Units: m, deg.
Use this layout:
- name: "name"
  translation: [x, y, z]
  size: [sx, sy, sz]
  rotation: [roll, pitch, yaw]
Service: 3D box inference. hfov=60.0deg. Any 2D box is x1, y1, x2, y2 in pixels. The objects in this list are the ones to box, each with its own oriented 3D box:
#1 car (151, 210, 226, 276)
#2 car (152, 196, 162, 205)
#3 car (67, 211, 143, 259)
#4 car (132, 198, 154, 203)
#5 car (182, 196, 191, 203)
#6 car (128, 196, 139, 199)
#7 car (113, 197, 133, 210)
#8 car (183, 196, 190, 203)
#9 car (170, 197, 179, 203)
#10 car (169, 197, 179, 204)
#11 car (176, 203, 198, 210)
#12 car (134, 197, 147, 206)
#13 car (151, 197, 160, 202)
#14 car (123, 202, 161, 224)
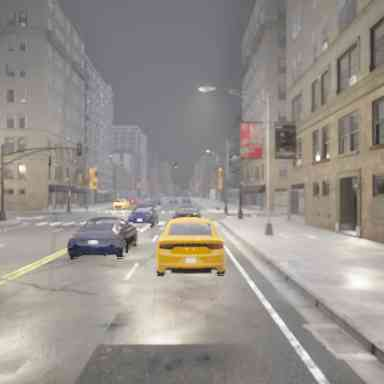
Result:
- name: "car"
  translation: [-0.057, 1.570, 10.742]
  size: [1.882, 1.535, 5.008]
  rotation: [0, 0, -1]
- name: "car"
  translation: [-7.665, 1.840, 70.452]
  size: [2.150, 2.045, 5.566]
  rotation: [0, 0, -1]
- name: "car"
  translation: [-3.357, 1.679, 13.200]
  size: [1.994, 1.385, 4.181]
  rotation: [0, 0, -1]
- name: "car"
  translation: [-7.418, 2.043, 50.331]
  size: [1.895, 1.301, 4.718]
  rotation: [0, -1, -1]
- name: "car"
  translation: [-1.321, 2.043, 79.841]
  size: [2.097, 1.767, 4.553]
  rotation: [0, 0, -1]
- name: "car"
  translation: [-10.804, 1.752, 60.321]
  size: [2.150, 2.045, 5.566]
  rotation: [0, -1, -1]
- name: "car"
  translation: [-10.671, 1.922, 50.384]
  size: [1.882, 1.535, 5.008]
  rotation: [0, 0, -1]
- name: "car"
  translation: [-1.490, 1.998, 89.843]
  size: [2.097, 1.767, 4.553]
  rotation: [0, 0, -1]
- name: "car"
  translation: [-4.760, 2.141, 91.034]
  size: [2.097, 1.767, 4.553]
  rotation: [0, 0, -1]
- name: "car"
  translation: [-4.599, 2.258, 81.433]
  size: [1.994, 1.385, 4.181]
  rotation: [0, 0, -1]
- name: "car"
  translation: [-0.270, 1.698, 22.173]
  size: [1.837, 1.490, 4.892]
  rotation: [0, 0, 0]
- name: "car"
  translation: [-10.913, 1.970, 70.309]
  size: [2.097, 1.767, 4.553]
  rotation: [0, 0, -1]
- name: "car"
  translation: [-7.546, 2.073, 59.975]
  size: [2.033, 1.411, 5.357]
  rotation: [0, 0, -1]
- name: "car"
  translation: [-3.542, 1.740, 24.539]
  size: [1.812, 1.442, 4.674]
  rotation: [0, -1, -1]
